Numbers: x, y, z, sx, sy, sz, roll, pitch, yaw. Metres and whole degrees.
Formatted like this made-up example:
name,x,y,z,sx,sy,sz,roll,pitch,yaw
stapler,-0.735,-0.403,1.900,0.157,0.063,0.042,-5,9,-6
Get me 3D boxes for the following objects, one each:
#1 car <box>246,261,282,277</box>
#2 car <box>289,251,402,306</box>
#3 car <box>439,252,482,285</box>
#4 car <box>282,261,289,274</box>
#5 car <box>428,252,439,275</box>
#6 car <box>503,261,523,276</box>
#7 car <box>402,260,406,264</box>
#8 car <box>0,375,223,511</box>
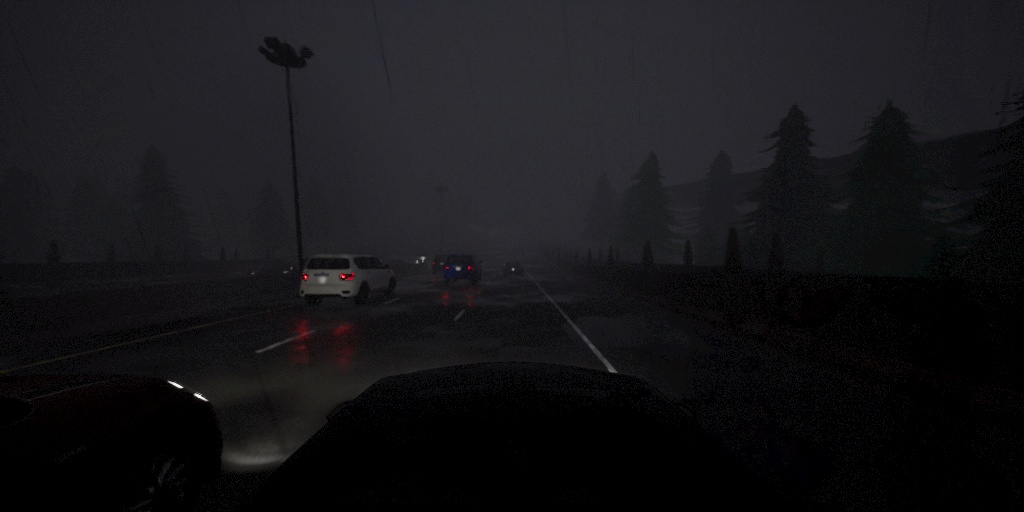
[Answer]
name,x,y,z,sx,sy,sz,roll,pitch,yaw
car,-21.086,1.166,31.697,2.128,1.511,4.902,0,0,0
car,-6.898,0.935,15.745,2.150,2.045,5.566,0,0,0
car,-3.397,0.910,25.389,2.150,2.045,5.566,0,0,0
car,-17.586,1.026,31.689,2.097,1.767,4.553,0,0,0
car,-6.896,0.876,37.899,2.150,2.045,5.566,0,0,0
car,0.104,1.227,35.890,1.994,1.385,4.181,0,0,0
car,-14.075,1.114,42.710,1.837,1.490,4.892,0,1,0
car,-3.401,1.106,1.012,2.097,1.767,4.553,0,0,0
